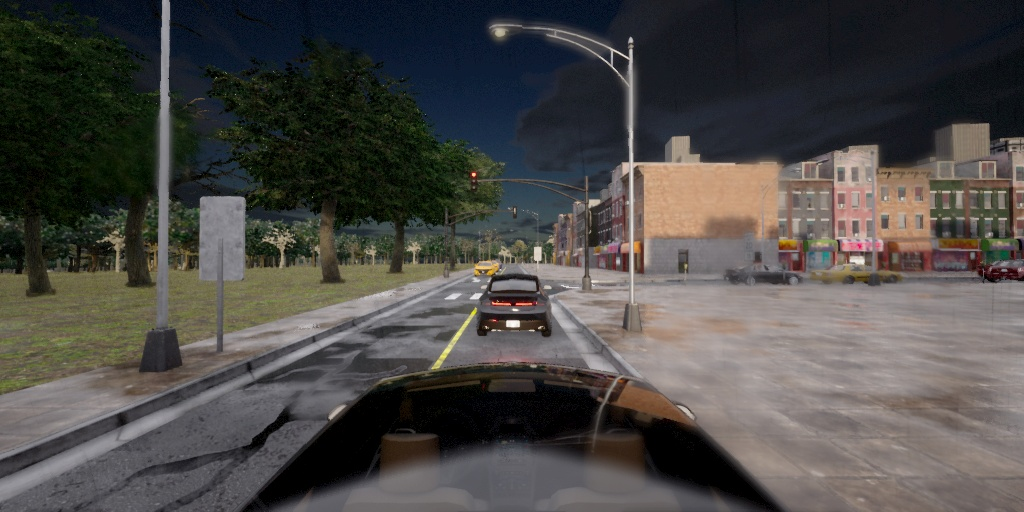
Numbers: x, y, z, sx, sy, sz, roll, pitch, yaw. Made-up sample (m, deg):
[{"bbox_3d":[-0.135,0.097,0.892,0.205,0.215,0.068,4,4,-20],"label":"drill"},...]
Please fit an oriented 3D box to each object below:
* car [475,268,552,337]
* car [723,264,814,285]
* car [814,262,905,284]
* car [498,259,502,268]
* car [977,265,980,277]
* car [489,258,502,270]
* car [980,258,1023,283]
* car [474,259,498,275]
[{"bbox_3d":[0.104,1.261,10.382,1.837,1.490,4.892,0,0,2],"label":"car"},{"bbox_3d":[15.530,1.139,22.215,4.403,1.370,2.007,0,0,0],"label":"car"},{"bbox_3d":[21.375,1.069,22.240,4.829,1.417,1.751,0,0,0],"label":"car"},{"bbox_3d":[-2.739,1.335,47.452,1.882,1.535,5.008,0,0,0],"label":"car"},{"bbox_3d":[35.573,0.952,24.846,5.008,1.535,1.882,0,-1,0],"label":"car"},{"bbox_3d":[-2.699,1.292,58.907,2.097,1.767,4.553,0,0,-1],"label":"car"},{"bbox_3d":[32.553,0.900,22.286,4.097,1.591,1.967,0,0,0],"label":"car"},{"bbox_3d":[-2.765,1.286,37.176,1.882,1.535,5.008,0,0,0],"label":"car"}]
